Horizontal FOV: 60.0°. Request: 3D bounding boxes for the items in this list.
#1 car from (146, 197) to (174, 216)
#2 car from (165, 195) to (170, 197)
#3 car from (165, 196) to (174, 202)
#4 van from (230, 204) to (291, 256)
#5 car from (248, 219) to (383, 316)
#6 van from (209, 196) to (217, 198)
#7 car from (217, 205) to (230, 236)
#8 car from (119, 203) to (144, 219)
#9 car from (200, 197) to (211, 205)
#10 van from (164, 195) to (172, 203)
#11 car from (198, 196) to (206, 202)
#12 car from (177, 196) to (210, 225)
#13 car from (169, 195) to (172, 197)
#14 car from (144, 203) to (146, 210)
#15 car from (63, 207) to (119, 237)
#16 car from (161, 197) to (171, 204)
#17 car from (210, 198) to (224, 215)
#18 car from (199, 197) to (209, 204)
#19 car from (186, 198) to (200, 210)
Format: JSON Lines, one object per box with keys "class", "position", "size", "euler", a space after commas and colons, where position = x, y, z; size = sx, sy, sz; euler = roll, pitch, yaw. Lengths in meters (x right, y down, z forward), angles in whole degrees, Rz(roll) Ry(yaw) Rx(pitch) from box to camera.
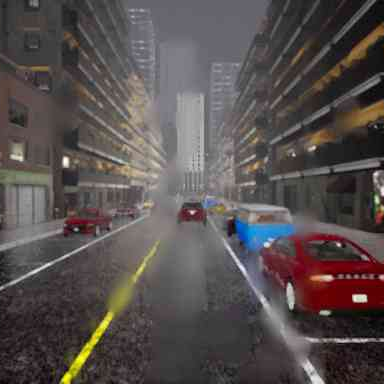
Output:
{"class": "car", "position": [-3.038, 1.616, 34.210], "size": [2.128, 1.511, 4.902], "euler": [0, 0, 1]}
{"class": "car", "position": [-5.703, 1.801, 62.795], "size": [1.947, 1.339, 4.313], "euler": [0, 0, 0]}
{"class": "car", "position": [-5.707, 1.766, 84.890], "size": [1.967, 1.590, 4.097], "euler": [-1, 0, 0]}
{"class": "van", "position": [2.680, 1.388, 13.074], "size": [1.690, 1.788, 3.998], "euler": [0, 0, 0]}
{"class": "car", "position": [2.682, 1.572, 7.550], "size": [1.887, 1.381, 4.507], "euler": [0, 0, 0]}
{"class": "van", "position": [2.677, 1.511, 46.215], "size": [1.690, 1.788, 3.998], "euler": [-1, 0, 0]}
{"class": "car", "position": [2.682, 1.632, 18.597], "size": [1.947, 1.339, 4.313], "euler": [0, 0, 0]}
{"class": "car", "position": [-5.700, 1.688, 29.655], "size": [1.802, 1.307, 4.206], "euler": [0, 0, 0]}
{"class": "car", "position": [2.677, 1.809, 68.307], "size": [2.008, 1.369, 4.403], "euler": [-1, 0, 0]}
{"class": "van", "position": [-5.707, 1.644, 79.367], "size": [1.690, 1.788, 3.998], "euler": [0, 0, 0]}
{"class": "car", "position": [2.675, 1.901, 90.401], "size": [2.008, 1.369, 4.403], "euler": [-1, 0, 0]}
{"class": "car", "position": [0.042, 1.439, 24.764], "size": [2.097, 1.767, 4.553], "euler": [0, 0, 1]}
{"class": "car", "position": [-5.704, 1.802, 68.319], "size": [1.887, 1.381, 4.507], "euler": [0, 0, 0]}
{"class": "car", "position": [-5.703, 1.694, 46.056], "size": [1.752, 1.417, 4.829], "euler": [0, 0, 0]}
{"class": "car", "position": [-5.700, 1.611, 18.609], "size": [1.887, 1.381, 4.507], "euler": [0, 0, 0]}
{"class": "car", "position": [-5.705, 1.825, 73.843], "size": [1.887, 1.381, 4.507], "euler": [0, 0, 0]}
{"class": "car", "position": [2.679, 1.653, 35.337], "size": [1.752, 1.417, 4.829], "euler": [0, 0, 0]}
{"class": "car", "position": [2.676, 1.832, 73.830], "size": [2.008, 1.369, 4.403], "euler": [-1, 0, 0]}
{"class": "car", "position": [0.090, 1.649, 46.643], "size": [1.882, 1.535, 5.008], "euler": [0, 0, 0]}
